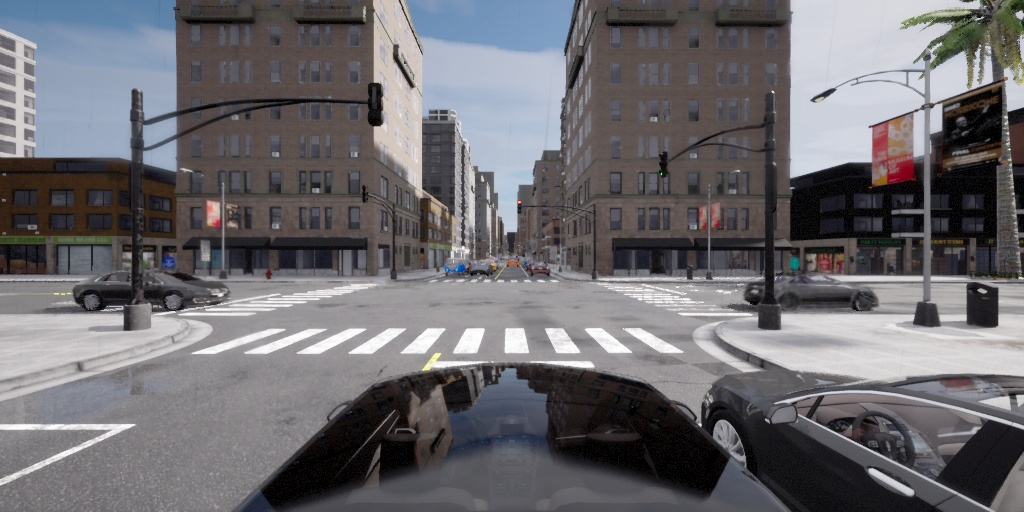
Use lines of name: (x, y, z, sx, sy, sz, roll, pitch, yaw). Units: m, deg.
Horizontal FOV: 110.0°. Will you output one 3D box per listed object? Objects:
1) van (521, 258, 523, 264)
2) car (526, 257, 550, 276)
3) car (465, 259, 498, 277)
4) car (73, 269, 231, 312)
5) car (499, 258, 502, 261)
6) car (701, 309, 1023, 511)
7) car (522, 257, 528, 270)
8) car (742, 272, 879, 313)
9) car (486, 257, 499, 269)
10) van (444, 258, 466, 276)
van: (2.799, 1.094, 59.076, 1.690, 1.789, 3.998, 0, 0, 0)
car: (2.743, 1.192, 36.399, 1.967, 1.591, 4.097, 0, 0, 0)
car: (-2.997, 1.300, 36.608, 2.033, 1.411, 5.357, 0, 0, 4)
car: (-13.497, 1.239, 13.602, 4.892, 1.490, 1.837, 0, 0, 0)
car: (-2.968, 1.354, 56.228, 1.895, 1.301, 4.718, 0, 0, 0)
car: (2.668, 1.300, 1.749, 2.007, 1.370, 4.403, 0, 0, 0)
car: (2.771, 1.193, 47.737, 1.967, 1.591, 4.097, 0, 0, 0)
car: (11.327, 1.337, 13.785, 4.181, 1.385, 1.994, 0, 0, 0)
car: (-3.001, 1.231, 46.309, 1.882, 1.535, 5.008, 0, 0, 0)
van: (-5.782, 1.093, 36.418, 1.690, 1.789, 3.998, 0, 0, 0)
